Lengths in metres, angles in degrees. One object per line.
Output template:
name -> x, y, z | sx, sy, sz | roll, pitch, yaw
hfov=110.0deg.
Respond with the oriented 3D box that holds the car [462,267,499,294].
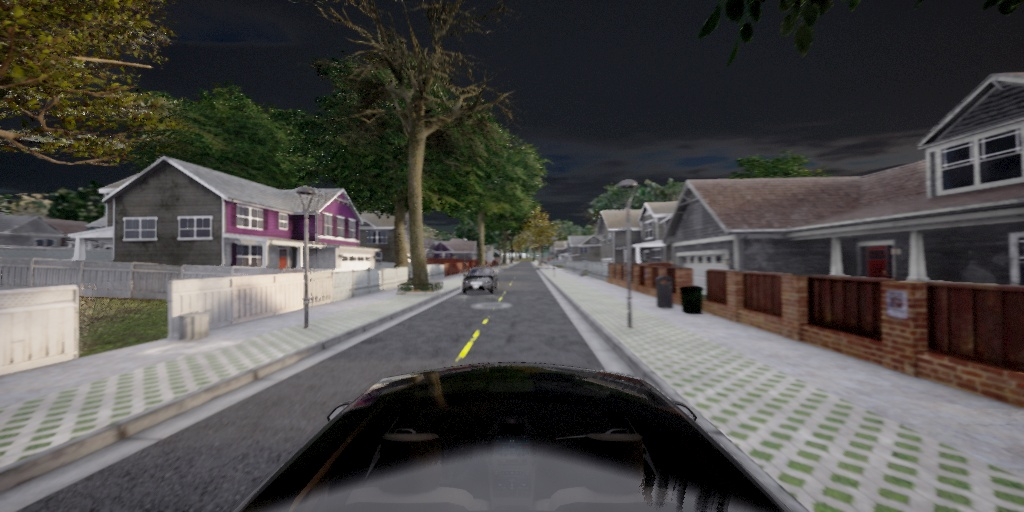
car -> -1.869, 1.442, 22.177 | 2.128, 1.511, 4.902 | -1, 0, 3
